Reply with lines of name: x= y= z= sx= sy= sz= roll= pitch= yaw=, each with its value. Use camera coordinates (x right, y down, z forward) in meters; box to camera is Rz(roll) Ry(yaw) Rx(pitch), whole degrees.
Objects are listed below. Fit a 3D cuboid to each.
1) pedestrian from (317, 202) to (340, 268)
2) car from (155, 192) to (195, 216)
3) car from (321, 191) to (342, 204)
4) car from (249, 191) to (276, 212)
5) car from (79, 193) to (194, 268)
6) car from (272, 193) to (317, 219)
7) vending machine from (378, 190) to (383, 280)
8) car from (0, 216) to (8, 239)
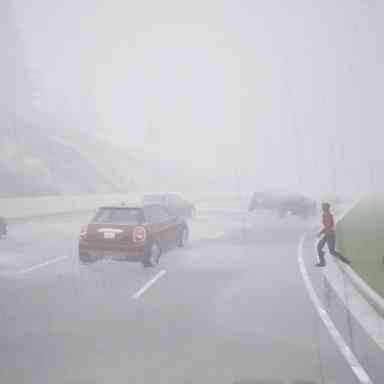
pedestrian: x=3.603 y=1.092 z=8.817 sx=0.375 sy=1.860 sz=0.375 roll=0 pitch=1 yaw=15
car: x=-1.502 y=0.874 z=20.454 sx=2.097 sy=1.767 sz=4.553 roll=1 pitch=1 yaw=25
car: x=16.947 y=0.621 z=40.235 sx=1.812 sy=1.442 sz=4.674 roll=1 pitch=1 yaw=29
car: x=6.433 y=0.706 z=28.250 sx=2.097 sy=1.767 sz=4.553 roll=1 pitch=2 yaw=28
car: x=-1.606 y=1.100 z=10.663 sx=2.097 sy=1.767 sz=4.553 roll=1 pitch=1 yaw=14
car: x=7.342 y=0.983 z=22.989 sx=1.837 sy=1.490 sz=4.892 roll=1 pitch=1 yaw=30
vending machine: x=5.035 y=1.023 z=7.652 sx=1.100 sy=2.100 sz=0.880 roll=0 pitch=1 yaw=13
car: x=-8.799 y=1.204 z=11.712 sx=2.128 sy=1.511 sz=4.902 roll=0 pitch=1 yaw=13
